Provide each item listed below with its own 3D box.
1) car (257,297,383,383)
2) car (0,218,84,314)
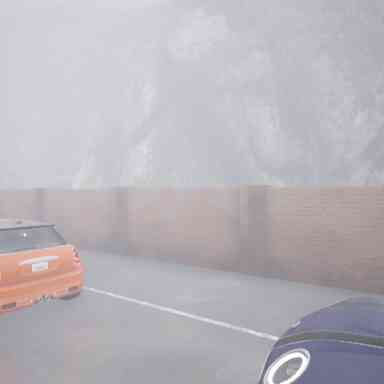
[{"bbox_3d":[2.703,1.352,2.102,4.553,1.767,2.097,0,0,35],"label":"car"},{"bbox_3d":[-4.433,1.352,7.159,4.553,1.767,2.097,0,0,36],"label":"car"}]
